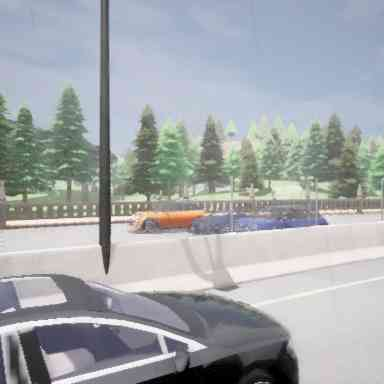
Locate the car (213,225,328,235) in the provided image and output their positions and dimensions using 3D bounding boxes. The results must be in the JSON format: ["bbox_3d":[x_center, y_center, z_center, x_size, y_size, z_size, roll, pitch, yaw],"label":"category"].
[{"bbox_3d":[3.472,1.343,13.746,4.553,1.767,2.097,0,0,-27],"label":"car"}]

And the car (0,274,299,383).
[{"bbox_3d":[-1.193,1.491,2.700,4.902,1.511,2.128,0,0,-33],"label":"car"}]
